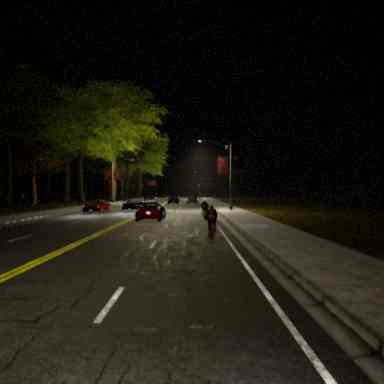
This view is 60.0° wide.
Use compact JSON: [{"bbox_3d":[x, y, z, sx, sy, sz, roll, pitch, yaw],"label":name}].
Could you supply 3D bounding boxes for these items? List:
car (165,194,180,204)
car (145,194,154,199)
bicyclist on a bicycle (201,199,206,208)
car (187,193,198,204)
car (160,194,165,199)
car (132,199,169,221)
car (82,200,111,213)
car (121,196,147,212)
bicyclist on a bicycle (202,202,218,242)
[{"bbox_3d":[-3.130,1.312,57.082,1.812,1.442,4.674,0,0,0],"label":"car"},{"bbox_3d":[-9.724,1.185,75.740,1.994,1.385,4.181,0,0,0],"label":"car"},{"bbox_3d":[0.902,1.358,23.884,0.582,1.620,1.656,0,0,0],"label":"bicyclist on a bicycle"},{"bbox_3d":[0.066,1.335,57.069,2.033,1.411,5.357,0,0,0],"label":"car"},{"bbox_3d":[-6.473,1.112,77.752,1.882,1.535,5.008,0,0,0],"label":"car"},{"bbox_3d":[-3.140,1.461,25.882,1.994,1.385,4.181,0,0,0],"label":"car"},{"bbox_3d":[-9.833,1.465,34.511,1.895,1.301,4.718,0,0,0],"label":"car"},{"bbox_3d":[-6.579,1.455,37.110,1.895,1.301,4.718,0,0,0],"label":"car"},{"bbox_3d":[0.898,1.392,14.758,0.582,1.620,1.656,0,0,0],"label":"bicyclist on a bicycle"}]
